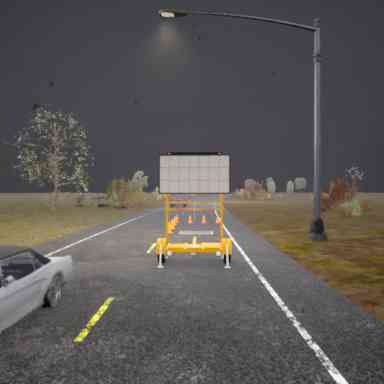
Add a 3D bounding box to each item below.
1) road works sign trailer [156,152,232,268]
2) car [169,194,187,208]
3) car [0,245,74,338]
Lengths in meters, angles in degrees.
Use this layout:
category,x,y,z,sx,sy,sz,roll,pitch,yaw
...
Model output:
category,x,y,z,sx,sy,sz,roll,pitch,yaw
road works sign trailer,0.085,0.463,11.258,2.380,3.560,2.880,0,0,1
car,-1.981,1.209,48.627,2.150,2.045,5.566,0,0,3
car,-3.559,1.600,5.105,1.895,1.301,4.718,0,0,1
